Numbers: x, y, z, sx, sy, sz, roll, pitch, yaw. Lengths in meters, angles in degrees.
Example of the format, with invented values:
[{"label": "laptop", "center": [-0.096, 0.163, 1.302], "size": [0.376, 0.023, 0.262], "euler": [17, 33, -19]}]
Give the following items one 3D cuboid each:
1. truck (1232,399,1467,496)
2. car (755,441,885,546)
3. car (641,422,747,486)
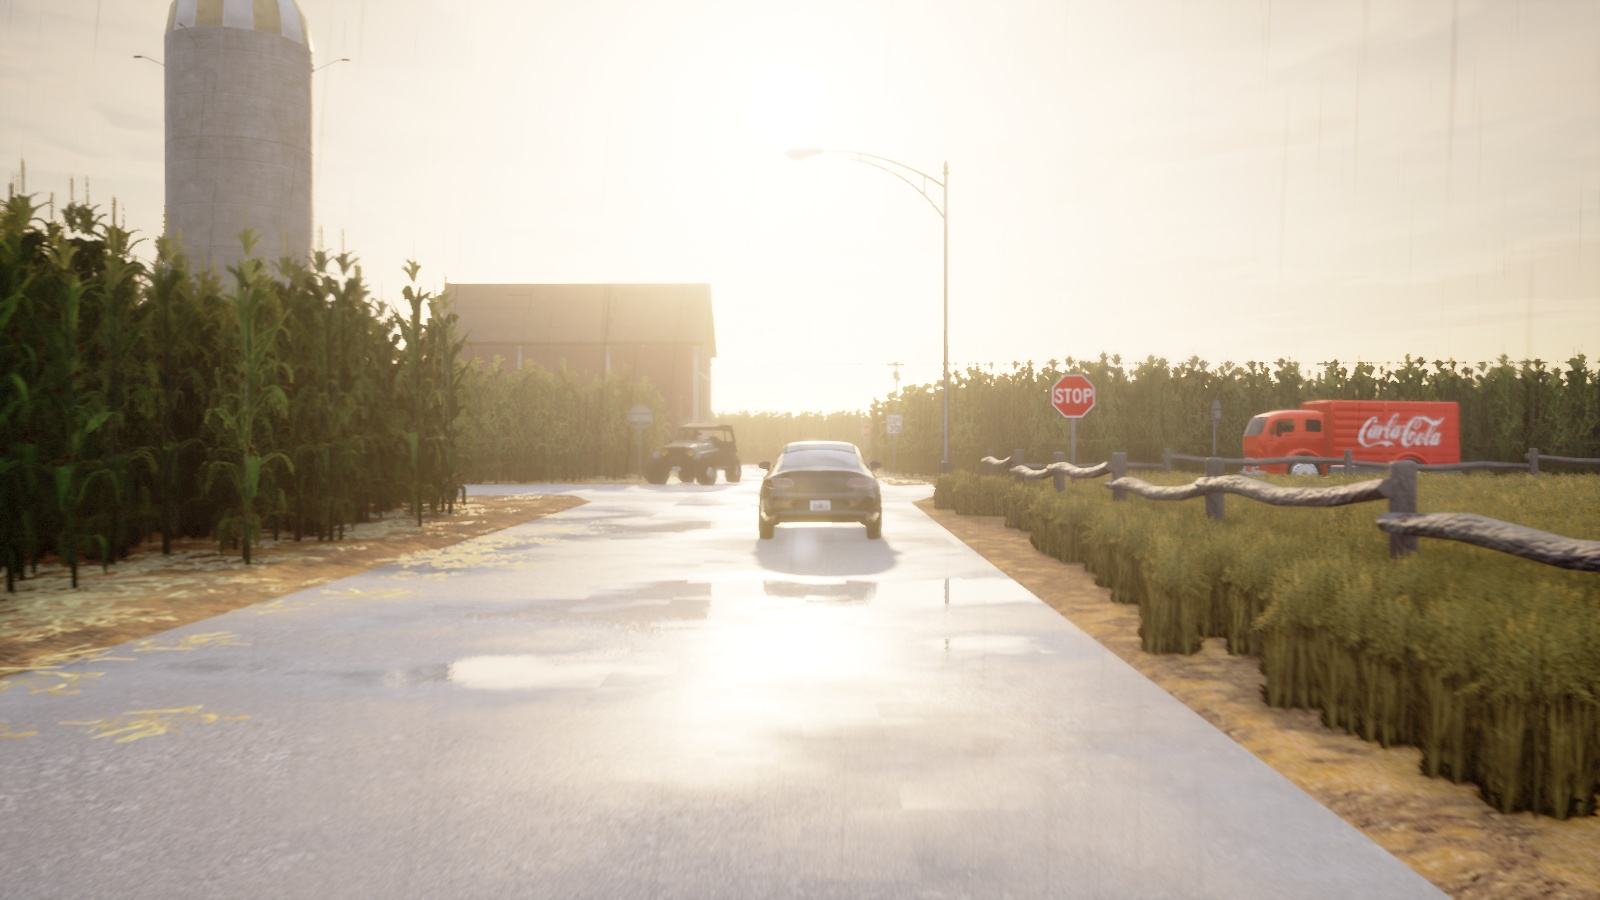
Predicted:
[{"label": "truck", "center": [14.779, -0.079, 34.081], "size": [5.204, 2.467, 2.627], "euler": [1, 0, 1]}, {"label": "car", "center": [0.309, 0.587, 19.843], "size": [1.812, 1.442, 4.674], "euler": [0, 1, 1]}, {"label": "car", "center": [-3.200, 0.094, 38.606], "size": [1.905, 1.878, 3.866], "euler": [1, 1, 18]}]
